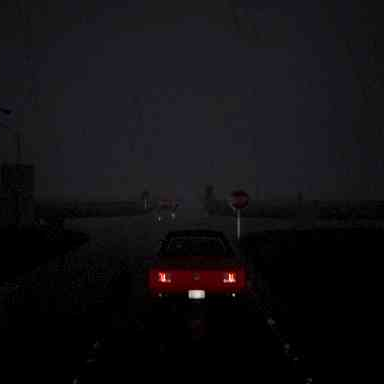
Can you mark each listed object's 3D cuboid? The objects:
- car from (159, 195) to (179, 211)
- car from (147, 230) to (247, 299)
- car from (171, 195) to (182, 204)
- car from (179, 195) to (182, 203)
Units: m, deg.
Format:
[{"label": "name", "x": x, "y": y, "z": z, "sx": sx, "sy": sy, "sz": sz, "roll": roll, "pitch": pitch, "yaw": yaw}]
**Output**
[{"label": "car", "x": -2.856, "y": 1.435, "z": 39.293, "sx": 1.882, "sy": 1.535, "sz": 5.008, "roll": 0, "pitch": 0, "yaw": -1}, {"label": "car", "x": 0.091, "y": 1.599, "z": 8.374, "sx": 1.895, "sy": 1.301, "sz": 4.718, "roll": 0, "pitch": 0, "yaw": 0}, {"label": "car", "x": -2.832, "y": 1.388, "z": 63.453, "sx": 1.837, "sy": 1.490, "sz": 4.892, "roll": 0, "pitch": 1, "yaw": 0}, {"label": "car", "x": -2.882, "y": 1.408, "z": 49.341, "sx": 1.882, "sy": 1.535, "sz": 5.008, "roll": 0, "pitch": 0, "yaw": 0}]
